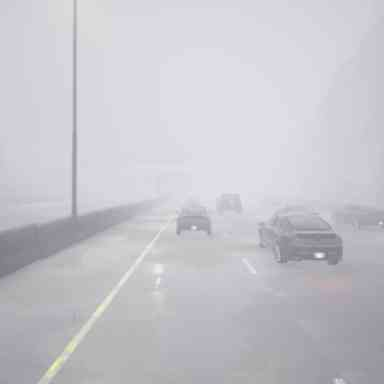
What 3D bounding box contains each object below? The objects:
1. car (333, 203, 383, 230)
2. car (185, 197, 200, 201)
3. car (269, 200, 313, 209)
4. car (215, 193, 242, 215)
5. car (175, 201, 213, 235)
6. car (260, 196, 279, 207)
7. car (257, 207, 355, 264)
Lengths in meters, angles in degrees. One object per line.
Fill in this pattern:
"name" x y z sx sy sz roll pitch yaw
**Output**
"car" 10.601 1.481 21.099 1.837 1.490 4.892 0 1 0
"car" 0.104 1.318 42.967 2.033 1.411 5.357 0 1 0
"car" 7.101 1.513 22.645 2.033 1.411 5.357 0 0 0
"car" 3.603 1.108 33.116 2.150 2.045 5.566 0 1 0
"car" 0.100 1.490 18.865 1.837 1.490 4.892 0 1 0
"car" 10.604 1.293 44.959 2.033 1.411 5.357 0 1 0
"car" 3.599 1.514 11.815 1.837 1.490 4.892 0 1 0
